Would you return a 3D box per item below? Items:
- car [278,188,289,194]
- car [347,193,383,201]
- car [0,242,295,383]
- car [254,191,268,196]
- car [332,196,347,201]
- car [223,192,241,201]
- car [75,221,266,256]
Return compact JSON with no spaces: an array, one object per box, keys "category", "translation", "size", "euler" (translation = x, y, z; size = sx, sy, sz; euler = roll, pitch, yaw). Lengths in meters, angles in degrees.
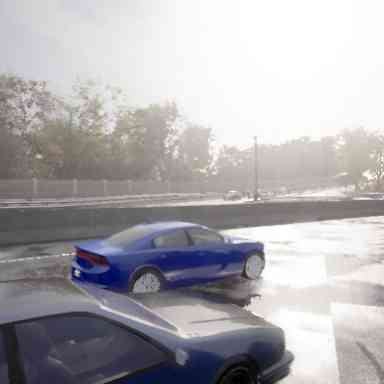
[{"category":"car","translation":[22.850,-0.132,83.226],"size":[2.128,1.511,4.902],"euler":[0,3,33]},{"category":"car","translation":[23.069,1.124,43.336],"size":[5.566,2.045,2.150],"euler":[0,0,-36]},{"category":"car","translation":[-1.454,1.533,2.794],"size":[5.357,1.411,2.033],"euler":[0,0,-37]},{"category":"car","translation":[14.549,0.449,70.148],"size":[1.812,1.442,4.674],"euler":[0,2,31]},{"category":"car","translation":[20.858,1.393,46.055],"size":[4.892,1.490,1.837],"euler":[0,0,-37]},{"category":"car","translation":[6.903,0.720,56.920],"size":[2.128,1.511,4.902],"euler":[0,1,29]},{"category":"car","translation":[-0.283,1.447,8.050],"size":[5.008,1.535,1.882],"euler":[0,0,-37]}]
